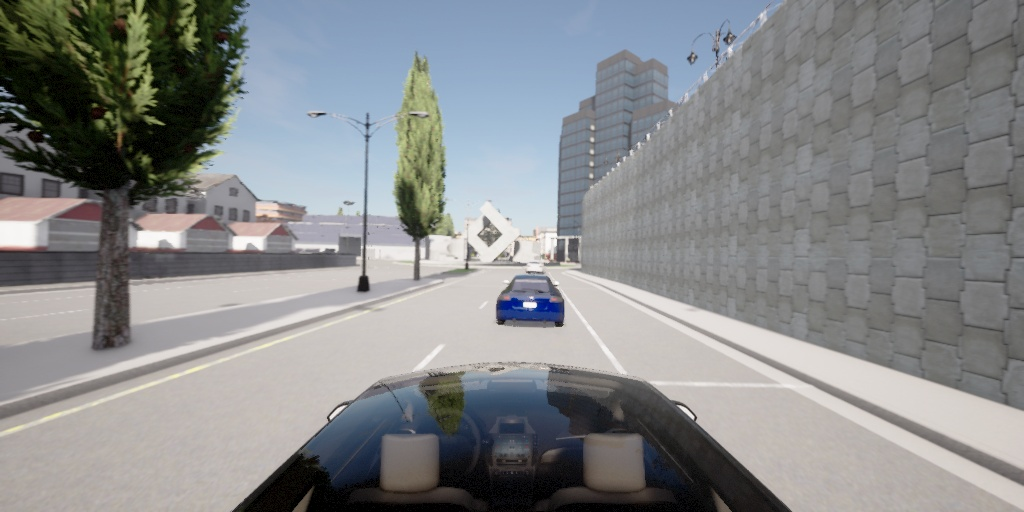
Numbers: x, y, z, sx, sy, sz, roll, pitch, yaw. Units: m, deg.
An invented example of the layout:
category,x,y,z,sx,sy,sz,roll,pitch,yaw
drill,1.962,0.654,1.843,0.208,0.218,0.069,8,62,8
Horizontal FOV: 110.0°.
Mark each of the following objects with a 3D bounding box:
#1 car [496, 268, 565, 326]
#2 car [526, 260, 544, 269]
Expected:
category,x,y,z,sx,sy,sz,roll,pitch,yaw
car,0.613,1.285,11.666,1.994,1.385,4.181,1,0,4
car,2.494,1.192,38.617,1.812,1.442,4.674,1,0,5
